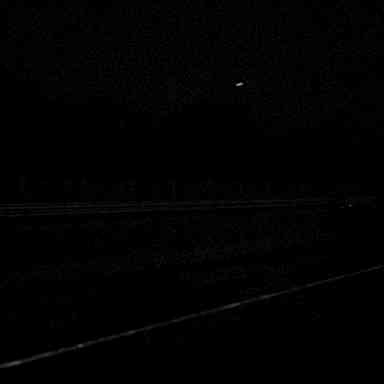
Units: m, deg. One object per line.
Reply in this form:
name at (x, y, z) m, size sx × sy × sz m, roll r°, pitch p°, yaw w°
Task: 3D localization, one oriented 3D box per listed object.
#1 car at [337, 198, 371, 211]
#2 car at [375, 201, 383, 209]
car at (18.540, 1.431, 37.938) m, size 4.674 × 1.442 × 1.812 m, roll 0°, pitch 0°, yaw -34°
car at (21.588, 1.460, 35.758) m, size 4.181 × 1.385 × 1.994 m, roll -1°, pitch 0°, yaw -33°
